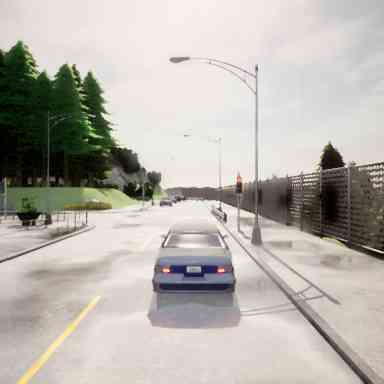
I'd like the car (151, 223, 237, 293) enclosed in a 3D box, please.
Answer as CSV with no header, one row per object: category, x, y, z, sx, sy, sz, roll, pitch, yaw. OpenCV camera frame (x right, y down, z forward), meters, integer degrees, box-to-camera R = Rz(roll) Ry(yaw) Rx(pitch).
car,0.058,1.547,8.959,2.033,1.411,5.357,0,0,1

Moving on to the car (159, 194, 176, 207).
car,-4.023,1.502,52.507,1.837,1.490,4.892,0,0,0

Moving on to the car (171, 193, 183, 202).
car,-3.898,1.220,76.560,2.150,2.045,5.566,0,0,0

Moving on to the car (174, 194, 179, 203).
car,-3.966,1.522,64.097,1.812,1.442,4.674,0,0,1

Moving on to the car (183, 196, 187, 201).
car,-3.689,1.536,86.799,5.357,1.411,2.033,0,0,40
